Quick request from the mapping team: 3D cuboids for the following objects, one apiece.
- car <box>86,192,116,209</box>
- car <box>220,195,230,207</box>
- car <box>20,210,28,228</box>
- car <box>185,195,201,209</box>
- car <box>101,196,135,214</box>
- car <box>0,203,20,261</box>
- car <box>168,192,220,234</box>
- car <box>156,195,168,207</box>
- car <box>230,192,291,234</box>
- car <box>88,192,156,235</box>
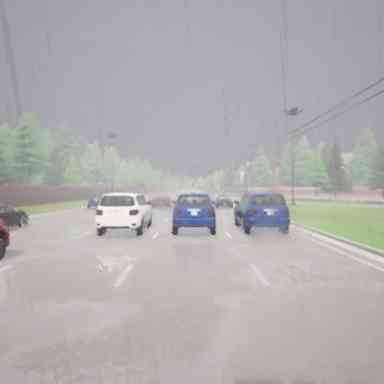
[{"bbox_3d":[-10.400,0.924,38.371,2.097,1.767,4.553,0,1,0],"label":"car"},{"bbox_3d":[3.598,1.094,38.691,1.812,1.442,4.674,0,1,0],"label":"car"},{"bbox_3d":[-10.397,1.300,17.295,2.128,1.511,4.902,0,1,0],"label":"car"},{"bbox_3d":[0.098,1.095,38.687,1.812,1.442,4.674,0,1,0],"label":"car"},{"bbox_3d":[-6.922,1.195,31.668,2.033,1.411,5.357,0,1,0],"label":"car"},{"bbox_3d":[-6.898,1.131,8.289,2.150,2.045,5.566,0,1,0],"label":"car"},{"bbox_3d":[0.103,1.023,17.966,2.150,2.045,5.566,0,1,0],"label":"car"},{"bbox_3d":[-3.398,1.044,38.926,1.882,1.535,5.008,0,1,0],"label":"car"},{"bbox_3d":[3.604,1.024,17.906,2.150,2.045,5.566,0,1,0],"label":"car"},{"bbox_3d":[-3.397,1.029,17.478,2.150,2.045,5.566,0,1,0],"label":"car"}]
